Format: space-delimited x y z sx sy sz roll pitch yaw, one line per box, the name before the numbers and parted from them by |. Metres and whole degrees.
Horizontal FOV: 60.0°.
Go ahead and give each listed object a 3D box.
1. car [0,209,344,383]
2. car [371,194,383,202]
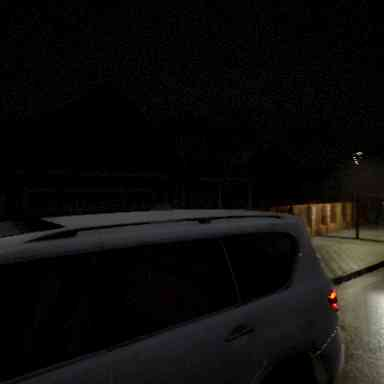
car | -1.104 1.214 2.508 5.566 2.045 2.150 0 0 -36
car | 32.880 1.135 58.909 1.882 1.535 5.008 0 0 9
